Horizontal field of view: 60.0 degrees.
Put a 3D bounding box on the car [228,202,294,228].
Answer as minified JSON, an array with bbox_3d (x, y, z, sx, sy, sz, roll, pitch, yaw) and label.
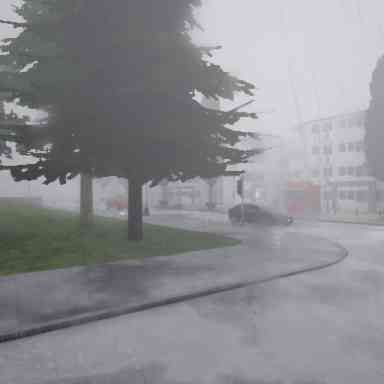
[{"bbox_3d":[4.478,1.490,22.197,1.837,1.490,4.892,0,0,-36],"label":"car"}]

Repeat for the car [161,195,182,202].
[{"bbox_3d":[-5.143,1.634,83.256,4.974,1.542,2.038,0,0,-6],"label":"car"}]

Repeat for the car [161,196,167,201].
[{"bbox_3d":[-5.195,1.476,83.250,4.536,1.218,1.853,0,0,-6],"label":"car"}]

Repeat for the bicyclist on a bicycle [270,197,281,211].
[{"bbox_3d":[7.961,1.327,31.758,1.656,1.620,0.582,0,0,-36],"label":"bicyclist on a bicycle"}]

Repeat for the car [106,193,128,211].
[{"bbox_3d":[-8.616,1.206,40.529,2.150,2.045,5.566,0,0,-35],"label":"car"}]
